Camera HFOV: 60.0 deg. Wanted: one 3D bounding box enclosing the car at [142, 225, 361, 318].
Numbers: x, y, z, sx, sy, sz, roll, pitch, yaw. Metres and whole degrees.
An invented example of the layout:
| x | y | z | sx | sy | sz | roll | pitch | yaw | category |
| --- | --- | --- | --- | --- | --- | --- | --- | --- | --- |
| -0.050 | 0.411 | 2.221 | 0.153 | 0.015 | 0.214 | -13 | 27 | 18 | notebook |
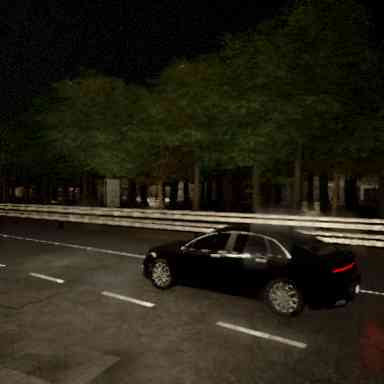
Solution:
| x | y | z | sx | sy | sz | roll | pitch | yaw | category |
| --- | --- | --- | --- | --- | --- | --- | --- | --- | --- |
| 1.022 | 1.506 | 7.442 | 4.892 | 1.490 | 1.837 | 0 | 0 | 36 | car |
